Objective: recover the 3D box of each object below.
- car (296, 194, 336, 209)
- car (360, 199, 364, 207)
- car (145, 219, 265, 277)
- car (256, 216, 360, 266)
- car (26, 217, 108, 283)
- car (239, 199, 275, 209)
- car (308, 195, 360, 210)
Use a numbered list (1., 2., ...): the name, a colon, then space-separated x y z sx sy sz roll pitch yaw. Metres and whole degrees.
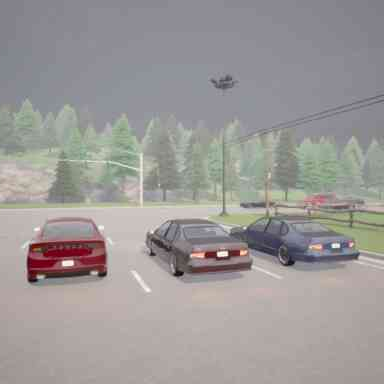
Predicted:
1. car: 16.197 1.221 42.834 5.566 2.045 2.150 0 0 -19
2. car: 22.941 1.492 48.861 4.902 1.511 2.128 0 0 -19
3. car: -0.105 1.547 10.403 2.033 1.411 5.357 0 0 -20
4. car: 3.172 1.547 11.644 2.033 1.411 5.357 0 0 -20
5. car: -3.648 1.478 9.932 1.882 1.535 5.008 0 0 -19
6. car: 8.635 1.601 43.885 4.718 1.301 1.895 0 0 -20
7. car: 16.782 1.491 39.332 4.902 1.511 2.128 0 0 -19
